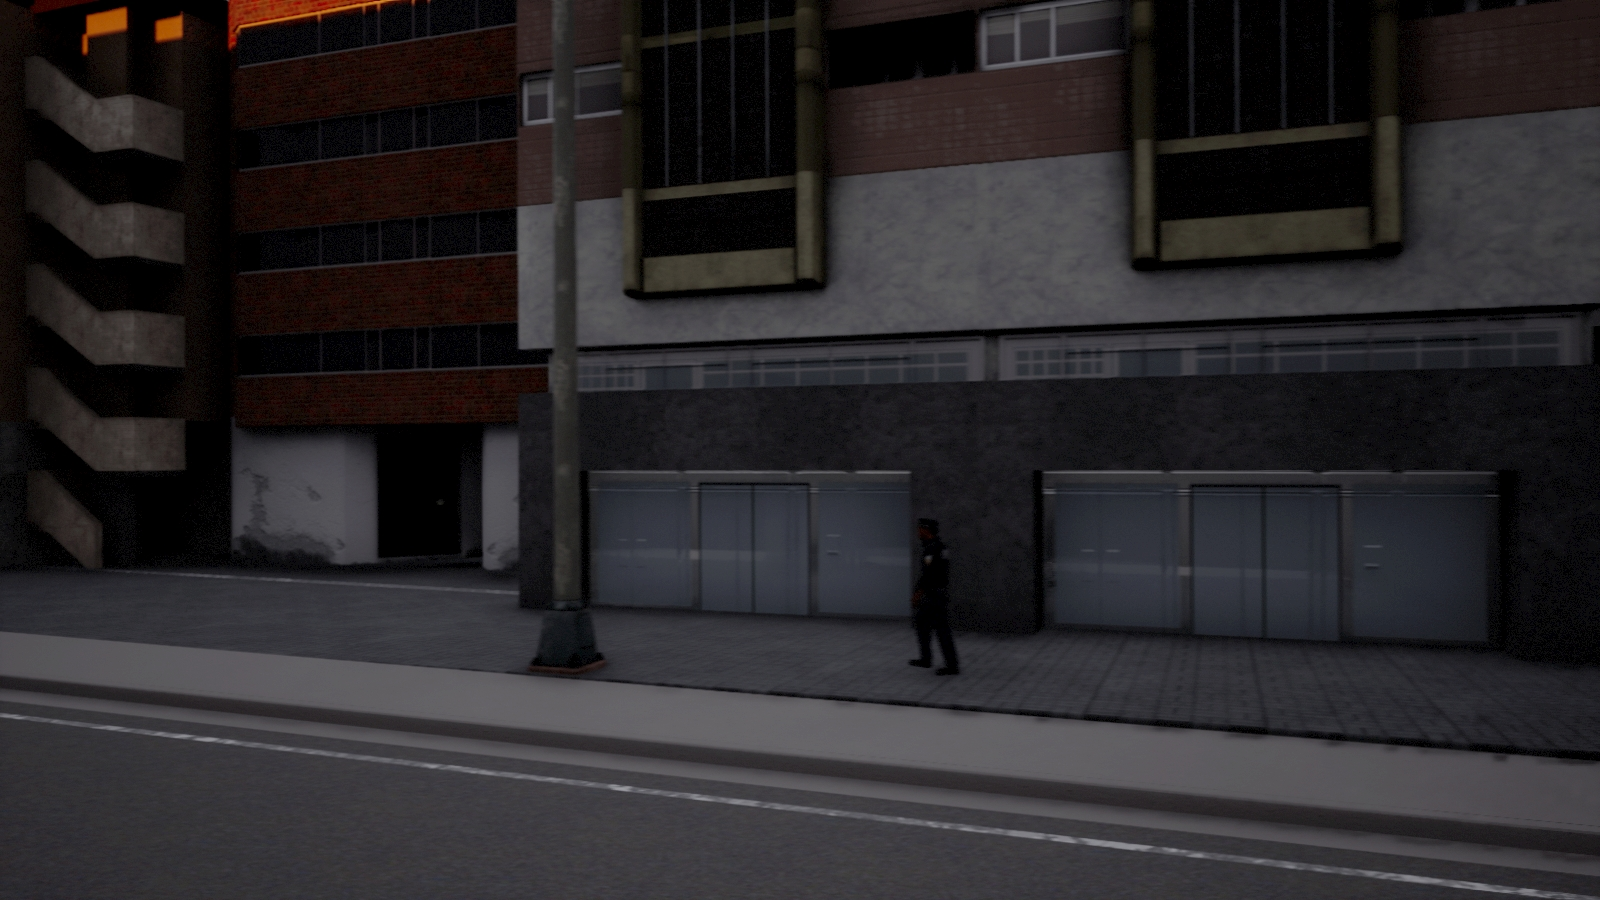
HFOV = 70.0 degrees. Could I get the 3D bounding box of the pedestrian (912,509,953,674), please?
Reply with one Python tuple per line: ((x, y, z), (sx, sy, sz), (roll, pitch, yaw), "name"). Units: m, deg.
((1.541, 1.627, 13.268), (0.375, 1.860, 0.375), (0, 0, 20), "pedestrian")
